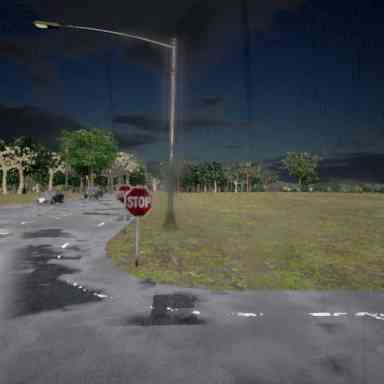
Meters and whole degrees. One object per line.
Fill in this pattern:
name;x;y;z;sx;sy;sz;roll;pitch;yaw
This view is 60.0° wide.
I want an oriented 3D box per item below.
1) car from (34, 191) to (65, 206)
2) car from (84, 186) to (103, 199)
car;-15.158;0.623;35.604;2.128;1.511;4.902;1;1;-4
car;-16.283;0.039;55.423;2.150;2.045;5.566;1;1;-4
